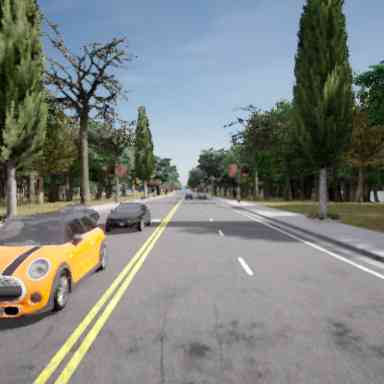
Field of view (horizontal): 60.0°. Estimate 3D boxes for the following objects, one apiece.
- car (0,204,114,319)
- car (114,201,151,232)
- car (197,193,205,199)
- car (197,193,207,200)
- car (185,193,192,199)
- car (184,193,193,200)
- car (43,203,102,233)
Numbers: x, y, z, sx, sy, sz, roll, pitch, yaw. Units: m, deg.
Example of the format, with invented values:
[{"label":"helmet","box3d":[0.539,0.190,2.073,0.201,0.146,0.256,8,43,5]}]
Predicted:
[{"label":"car","box3d":[-3.413,1.294,7.538,2.097,1.767,4.553,0,1,0]},{"label":"car","box3d":[-3.513,1.319,19.104,1.882,1.535,5.008,0,1,0]},{"label":"car","box3d":[2.407,1.003,88.536,1.812,1.442,4.674,0,0,-1]},{"label":"car","box3d":[2.504,1.098,78.523,1.812,1.442,4.674,0,0,-1]},{"label":"car","box3d":[-0.843,0.995,88.505,1.837,1.490,4.892,0,0,-1]},{"label":"car","box3d":[-0.742,1.089,78.081,1.837,1.490,4.892,0,0,-1]},{"label":"car","box3d":[-6.768,1.417,19.406,1.994,1.385,4.181,0,1,-1]}]
